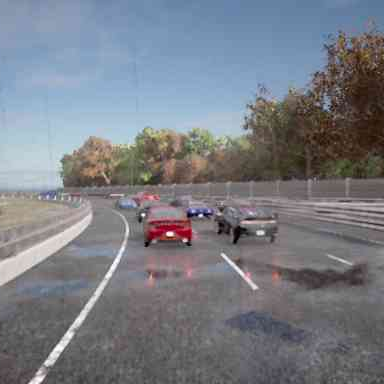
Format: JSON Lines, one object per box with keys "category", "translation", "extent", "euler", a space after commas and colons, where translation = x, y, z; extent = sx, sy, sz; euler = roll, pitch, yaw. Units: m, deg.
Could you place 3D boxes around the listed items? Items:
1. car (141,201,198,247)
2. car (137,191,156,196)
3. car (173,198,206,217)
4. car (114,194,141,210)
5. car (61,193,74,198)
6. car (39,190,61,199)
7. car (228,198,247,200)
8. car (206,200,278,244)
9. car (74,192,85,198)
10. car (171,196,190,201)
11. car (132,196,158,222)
{"category": "car", "translation": [-1.186, 1.368, 14.692], "extent": [1.882, 1.535, 5.008], "euler": [0, 1, -9]}
{"category": "car", "translation": [-6.242, 0.909, 44.115], "extent": [2.150, 2.045, 5.566], "euler": [0, 1, -24]}
{"category": "car", "translation": [0.069, 1.397, 26.034], "extent": [1.895, 1.301, 4.718], "euler": [0, 0, -15]}
{"category": "car", "translation": [-7.876, 1.281, 38.995], "extent": [2.033, 1.411, 5.357], "euler": [0, 0, -22]}
{"category": "car", "translation": [-30.472, 0.943, 78.430], "extent": [4.718, 1.301, 1.895], "euler": [0, 1, 41]}
{"category": "car", "translation": [-32.903, 0.604, 75.908], "extent": [5.566, 2.045, 2.150], "euler": [0, 1, 41]}
{"category": "car", "translation": [3.517, 1.253, 26.662], "extent": [1.882, 1.535, 5.008], "euler": [0, 0, -15]}
{"category": "car", "translation": [2.304, 1.361, 15.224], "extent": [2.128, 1.511, 4.902], "euler": [0, 0, -8]}
{"category": "car", "translation": [-28.021, 0.795, 80.929], "extent": [5.008, 1.535, 1.882], "euler": [0, 1, 41]}
{"category": "car", "translation": [-1.221, 1.232, 41.180], "extent": [2.033, 1.411, 5.357], "euler": [0, 1, -22]}
{"category": "car", "translation": [-3.165, 1.327, 24.592], "extent": [1.837, 1.490, 4.892], "euler": [0, 0, -14]}
